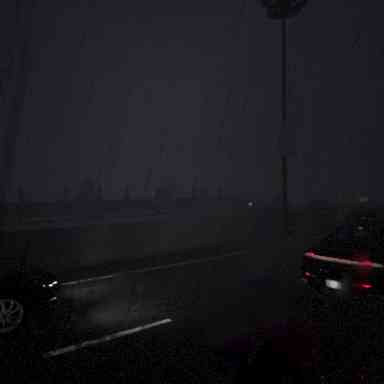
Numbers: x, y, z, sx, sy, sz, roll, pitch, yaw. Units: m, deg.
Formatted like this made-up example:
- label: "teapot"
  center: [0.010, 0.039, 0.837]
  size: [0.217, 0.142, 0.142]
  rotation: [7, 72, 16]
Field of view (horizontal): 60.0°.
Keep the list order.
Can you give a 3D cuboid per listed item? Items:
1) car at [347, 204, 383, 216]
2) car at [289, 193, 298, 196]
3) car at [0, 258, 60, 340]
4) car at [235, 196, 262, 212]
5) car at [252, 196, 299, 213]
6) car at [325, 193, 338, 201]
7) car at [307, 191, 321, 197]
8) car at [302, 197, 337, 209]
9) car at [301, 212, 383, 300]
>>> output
- label: "car"
  center: [9.490, 1.405, 17.177]
  size: [1.837, 1.490, 4.892]
  rotation: [0, 0, 45]
- label: "car"
  center: [22.507, 0.964, 73.783]
  size: [1.837, 1.490, 4.892]
  rotation: [0, 0, 9]
- label: "car"
  center: [-4.578, 1.527, 4.951]
  size: [4.892, 1.490, 1.837]
  rotation: [-1, 1, -35]
- label: "car"
  center: [6.359, 1.234, 35.440]
  size: [2.097, 1.767, 4.553]
  rotation: [0, 0, 36]
- label: "car"
  center: [8.168, 1.425, 31.919]
  size: [2.033, 1.411, 5.357]
  rotation: [0, 0, 38]
- label: "car"
  center: [28.626, 1.055, 68.302]
  size: [2.128, 1.511, 4.902]
  rotation: [0, 0, 12]
- label: "car"
  center: [25.165, 0.788, 68.844]
  size: [2.150, 2.045, 5.566]
  rotation: [0, 0, 12]
- label: "car"
  center: [11.738, 1.420, 30.960]
  size: [1.994, 1.385, 4.181]
  rotation: [0, 0, 36]
- label: "car"
  center: [4.439, 1.447, 7.596]
  size: [4.902, 1.511, 2.128]
  rotation: [0, 0, -40]
